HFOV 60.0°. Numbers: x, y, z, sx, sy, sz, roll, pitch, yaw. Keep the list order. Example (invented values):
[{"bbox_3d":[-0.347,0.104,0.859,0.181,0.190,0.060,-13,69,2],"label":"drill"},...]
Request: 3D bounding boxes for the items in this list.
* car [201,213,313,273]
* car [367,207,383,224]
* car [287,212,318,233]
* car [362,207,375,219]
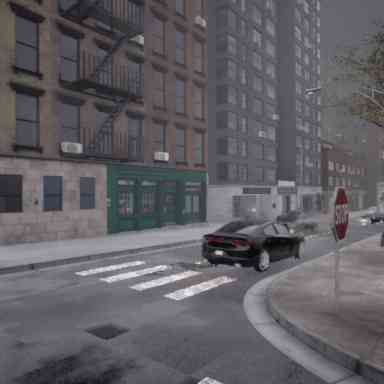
[{"bbox_3d":[2.347,1.690,11.683,1.882,1.535,5.008,0,-1,39],"label":"car"},{"bbox_3d":[18.554,2.415,31.811,1.895,1.301,4.718,0,-2,39],"label":"car"},{"bbox_3d":[6.662,2.028,21.742,1.994,1.385,4.181,0,-2,39],"label":"car"},{"bbox_3d":[22.501,2.567,41.292,1.812,1.442,4.674,0,-2,39],"label":"car"}]
